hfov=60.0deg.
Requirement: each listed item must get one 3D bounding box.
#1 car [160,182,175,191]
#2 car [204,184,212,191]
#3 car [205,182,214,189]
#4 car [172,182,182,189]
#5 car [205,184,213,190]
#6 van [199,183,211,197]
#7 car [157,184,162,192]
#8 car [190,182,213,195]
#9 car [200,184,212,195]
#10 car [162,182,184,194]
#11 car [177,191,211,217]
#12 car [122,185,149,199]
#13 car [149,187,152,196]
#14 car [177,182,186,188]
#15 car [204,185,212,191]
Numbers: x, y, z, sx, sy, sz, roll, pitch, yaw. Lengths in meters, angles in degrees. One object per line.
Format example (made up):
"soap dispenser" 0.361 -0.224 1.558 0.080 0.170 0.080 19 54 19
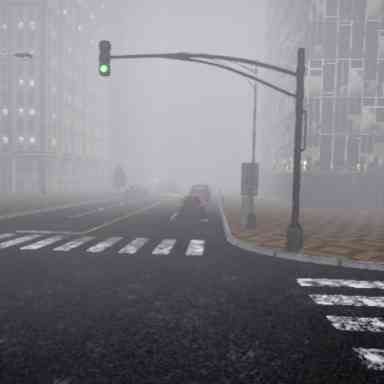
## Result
"car" -4.807 -1.114 65.610 2.192 1.841 5.009 1 2 4
"car" 3.796 -1.090 76.315 1.752 1.417 4.829 1 2 4
"car" 4.883 -1.855 92.667 2.192 1.841 5.009 1 2 4
"car" -3.711 -1.548 82.142 1.967 1.590 4.097 1 2 4
"car" 4.151 -1.252 81.655 1.887 1.381 4.507 1 2 4
"van" 1.959 -0.338 48.593 1.690 1.788 3.998 1 2 4
"car" -5.173 -0.803 60.105 1.967 1.590 4.097 1 2 4
"car" 0.851 0.191 32.065 2.192 1.841 5.009 1 2 4
"car" 2.324 -0.425 54.106 1.967 1.590 4.097 1 2 4
"car" -3.022 -0.613 53.569 2.097 1.767 4.553 1 2 4
"car" 0.098 0.826 21.056 1.802 1.307 4.206 1 2 4
"car" -6.635 -0.061 38.067 1.967 1.590 4.097 1 2 4
"car" -6.271 -0.104 43.582 1.802 1.307 4.206 1 2 4
"car" -2.980 -1.922 93.161 1.967 1.590 4.097 1 2 4
"car" 3.419 -0.842 70.638 1.802 1.307 4.206 1 2 4
